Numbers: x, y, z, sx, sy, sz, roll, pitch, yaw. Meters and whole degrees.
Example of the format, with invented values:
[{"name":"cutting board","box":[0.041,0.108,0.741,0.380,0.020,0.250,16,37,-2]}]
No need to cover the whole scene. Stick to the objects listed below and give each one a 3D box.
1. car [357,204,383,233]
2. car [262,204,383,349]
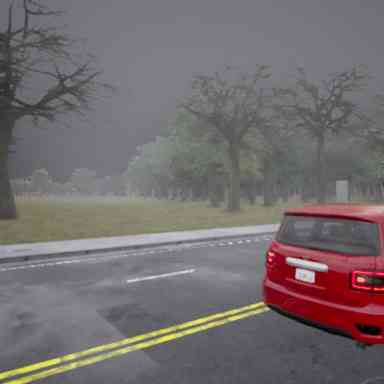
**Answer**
[{"name":"car","box":[12.623,1.562,20.664,4.902,1.511,2.128,0,0,-35]},{"name":"car","box":[3.726,1.241,6.096,5.566,2.045,2.150,0,0,-36]}]
